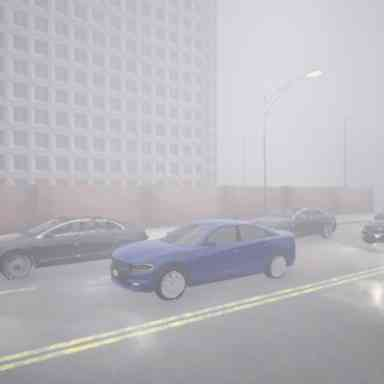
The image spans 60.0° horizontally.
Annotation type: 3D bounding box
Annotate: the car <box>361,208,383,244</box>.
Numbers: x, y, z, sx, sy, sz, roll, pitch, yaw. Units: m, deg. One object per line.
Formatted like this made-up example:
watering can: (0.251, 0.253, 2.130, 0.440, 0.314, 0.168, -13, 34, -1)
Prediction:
car: (9.099, 1.425, 13.956, 4.892, 1.490, 1.837, 0, 0, -32)

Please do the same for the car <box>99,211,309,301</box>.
car: (0.472, 1.448, 8.429, 5.008, 1.535, 1.882, 0, 0, -33)

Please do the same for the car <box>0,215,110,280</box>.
car: (-3.655, 1.473, 9.940, 4.902, 1.511, 2.128, 0, 0, -33)

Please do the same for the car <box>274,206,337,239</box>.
car: (4.626, 1.424, 15.265, 4.902, 1.511, 2.128, 0, 0, -34)
